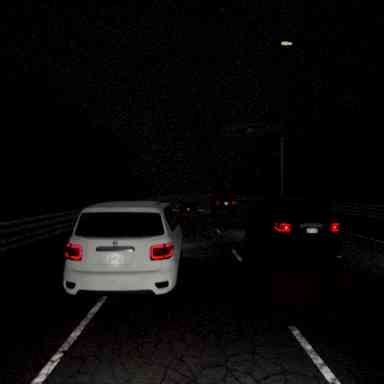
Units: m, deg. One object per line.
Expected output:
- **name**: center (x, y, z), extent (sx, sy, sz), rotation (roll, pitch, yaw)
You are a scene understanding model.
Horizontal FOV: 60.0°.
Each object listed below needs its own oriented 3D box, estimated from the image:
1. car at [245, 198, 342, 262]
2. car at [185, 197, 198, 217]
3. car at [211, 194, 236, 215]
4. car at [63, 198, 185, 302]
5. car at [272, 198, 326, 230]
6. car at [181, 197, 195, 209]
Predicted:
- **car**: center (3.427, 1.214, 12.250), extent (2.150, 2.045, 5.566), rotation (0, 0, -1)
- **car**: center (-0.383, 1.506, 36.403), extent (1.837, 1.490, 4.892), rotation (0, 0, -1)
- **car**: center (3.171, 1.216, 33.817), extent (2.150, 2.045, 5.566), rotation (0, -1, 0)
- **car**: center (-1.352, 1.221, 8.397), extent (2.150, 2.045, 5.566), rotation (0, 0, -1)
- **car**: center (6.812, 1.347, 21.819), extent (2.097, 1.767, 4.553), rotation (0, 0, 0)
- **car**: center (-0.534, 1.522, 46.752), extent (1.837, 1.490, 4.892), rotation (0, 0, 0)
